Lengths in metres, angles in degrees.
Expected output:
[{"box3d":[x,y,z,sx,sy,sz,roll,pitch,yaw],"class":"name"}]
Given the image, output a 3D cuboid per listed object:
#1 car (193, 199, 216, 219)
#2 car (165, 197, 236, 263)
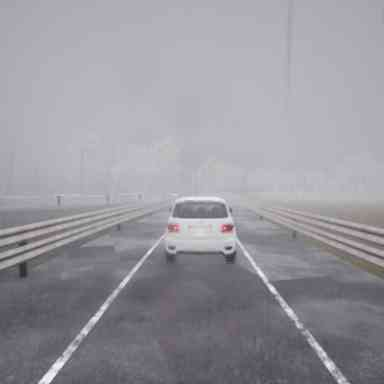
[{"box3d":[1.148,1.408,29.011,1.812,1.442,4.674,0,0,4],"class":"car"},{"box3d":[0.311,1.173,11.979,2.150,2.045,5.566,0,0,2],"class":"car"}]
